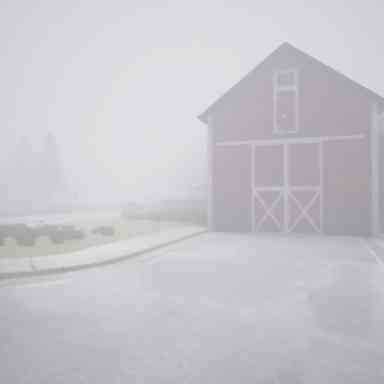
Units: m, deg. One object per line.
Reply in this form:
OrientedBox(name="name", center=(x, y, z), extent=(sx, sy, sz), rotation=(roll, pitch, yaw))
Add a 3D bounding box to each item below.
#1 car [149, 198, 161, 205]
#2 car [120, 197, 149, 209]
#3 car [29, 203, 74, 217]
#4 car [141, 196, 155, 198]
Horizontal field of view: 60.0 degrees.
OrientedBox(name="car", center=(-6.122, 2.039, 53.931), extent=(1.994, 1.385, 4.181), rotation=(0, 0, 19))
OrientedBox(name="car", center=(-7.369, 1.842, 41.254), extent=(1.816, 1.474, 4.193), rotation=(-6, -2, 16))
OrientedBox(name="car", center=(-15.632, 1.939, 37.392), extent=(2.033, 1.411, 5.357), rotation=(0, 0, 19))
OrientedBox(name="car", center=(-8.165, 1.729, 58.949), extent=(2.150, 2.045, 5.566), rotation=(0, -1, 19))
